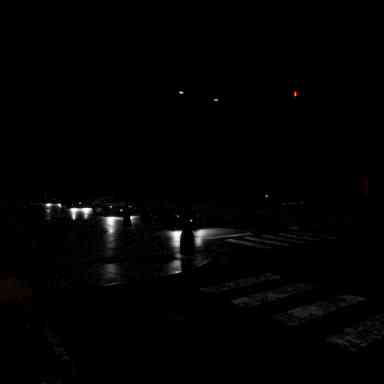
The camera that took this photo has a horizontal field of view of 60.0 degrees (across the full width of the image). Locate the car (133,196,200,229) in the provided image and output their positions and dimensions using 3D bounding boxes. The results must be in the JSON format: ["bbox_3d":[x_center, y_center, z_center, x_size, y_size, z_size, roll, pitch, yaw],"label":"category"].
[{"bbox_3d":[-1.464,1.227,19.728,1.812,1.442,4.674,0,1,-37],"label":"car"}]

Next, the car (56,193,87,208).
[{"bbox_3d":[-12.433,0.921,35.071,1.994,1.385,4.181,0,1,-36],"label":"car"}]

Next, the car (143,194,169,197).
[{"bbox_3d":[-3.350,0.912,27.874,2.097,1.767,4.553,0,1,-36],"label":"car"}]

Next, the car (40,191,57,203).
[{"bbox_3d":[-18.401,0.682,43.564,1.837,1.490,4.892,0,1,-32],"label":"car"}]

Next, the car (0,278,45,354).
[{"bbox_3d":[-4.280,1.525,3.608,4.829,1.417,1.752,0,0,-35],"label":"car"}]

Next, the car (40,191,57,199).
[{"bbox_3d":[-25.282,0.516,58.546,1.895,1.301,4.718,0,1,-36],"label":"car"}]

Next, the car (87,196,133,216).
[{"bbox_3d":[-6.675,1.060,27.020,1.812,1.442,4.674,0,1,-35],"label":"car"}]
